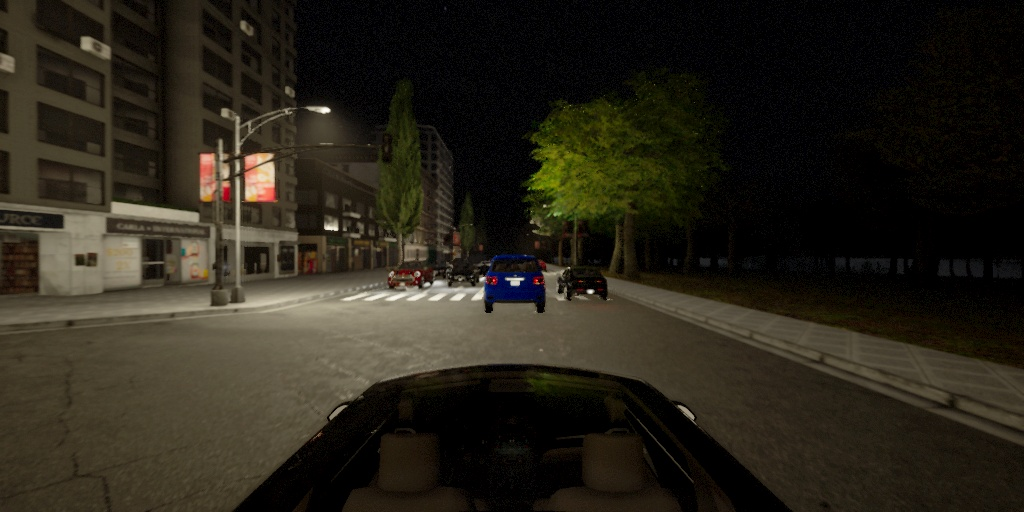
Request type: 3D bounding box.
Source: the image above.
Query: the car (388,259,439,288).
[{"bbox_3d":[-6.589,1.119,23.846,2.097,1.767,4.553,0,0,0],"label":"car"}]

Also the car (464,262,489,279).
[{"bbox_3d":[-3.324,1.344,34.384,1.994,1.385,4.181,0,0,1],"label":"car"}]

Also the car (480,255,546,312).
[{"bbox_3d":[0.089,0.981,14.416,2.150,2.045,5.566,0,0,0],"label":"car"}]

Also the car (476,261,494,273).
[{"bbox_3d":[-3.312,1.326,44.710,1.812,1.442,4.674,0,0,0],"label":"car"}]

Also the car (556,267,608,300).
[{"bbox_3d":[3.348,1.267,17.710,1.837,1.490,4.892,0,0,0],"label":"car"}]

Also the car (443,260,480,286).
[{"bbox_3d":[-3.334,1.274,25.482,1.837,1.490,4.892,0,0,0],"label":"car"}]

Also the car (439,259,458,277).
[{"bbox_3d":[-6.588,1.269,32.779,2.128,1.511,4.902,0,0,0],"label":"car"}]

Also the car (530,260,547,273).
[{"bbox_3d":[3.346,1.283,46.454,1.882,1.535,5.008,0,0,0],"label":"car"}]
